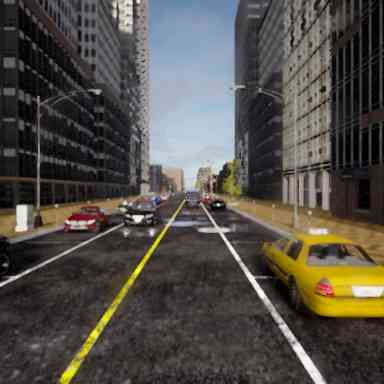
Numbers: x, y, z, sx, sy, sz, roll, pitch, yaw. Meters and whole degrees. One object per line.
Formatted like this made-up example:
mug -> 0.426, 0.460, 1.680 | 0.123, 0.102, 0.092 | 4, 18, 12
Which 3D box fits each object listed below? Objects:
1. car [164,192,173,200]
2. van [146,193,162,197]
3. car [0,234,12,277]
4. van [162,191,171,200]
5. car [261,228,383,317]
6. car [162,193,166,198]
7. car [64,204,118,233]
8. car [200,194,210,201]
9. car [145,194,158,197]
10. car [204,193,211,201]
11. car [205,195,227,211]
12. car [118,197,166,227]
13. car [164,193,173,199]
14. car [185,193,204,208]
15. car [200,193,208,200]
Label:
car -> -5.689, 0.923, 69.864 | 1.967, 1.590, 4.097 | 0, 0, 0
van -> -5.688, 0.999, 47.096 | 1.690, 1.788, 3.998 | 0, 0, 0
car -> -5.688, 1.515, 7.253 | 1.947, 1.339, 4.313 | 0, 0, 0
van -> -5.688, 0.779, 75.556 | 1.690, 1.788, 3.998 | 0, 0, 0
car -> 2.693, 1.473, 7.410 | 1.752, 1.417, 4.829 | 0, 0, 0
car -> -5.689, 1.197, 52.790 | 1.802, 1.307, 4.206 | 0, 0, 0
car -> -5.688, 1.450, 18.636 | 1.802, 1.307, 4.206 | 0, 0, 0
car -> 2.691, 1.065, 69.851 | 1.802, 1.307, 4.206 | 0, 0, 0
car -> -5.689, 1.245, 41.405 | 1.887, 1.381, 4.507 | 0, 0, 0
car -> 2.692, 1.011, 58.466 | 1.967, 1.590, 4.097 | 0, 0, 0
car -> 2.692, 1.309, 35.701 | 1.947, 1.339, 4.313 | 0, 0, 0
car -> -3.098, 1.339, 21.488 | 2.128, 1.511, 4.902 | 0, 0, 0
car -> -5.690, 0.959, 81.250 | 1.947, 1.339, 4.313 | 0, 0, 0
car -> 0.099, 1.194, 41.216 | 2.128, 1.511, 4.902 | 0, 1, 0
car -> 2.691, 0.962, 75.713 | 1.752, 1.417, 4.829 | 0, 0, 0
